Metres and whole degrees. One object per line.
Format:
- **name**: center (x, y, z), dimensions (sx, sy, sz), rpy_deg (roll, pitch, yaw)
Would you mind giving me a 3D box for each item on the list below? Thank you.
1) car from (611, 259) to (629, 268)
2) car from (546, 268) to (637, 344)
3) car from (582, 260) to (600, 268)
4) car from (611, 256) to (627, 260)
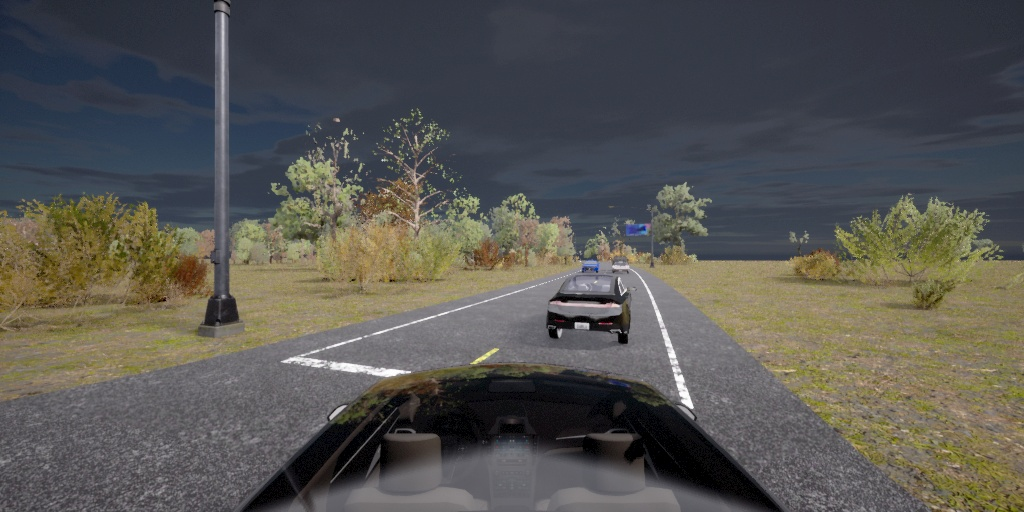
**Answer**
- **car**: center (12.903, 1.365, 42.472), dimensions (1.895, 1.301, 4.718), rpy_deg (0, 0, 18)
- **car**: center (2.263, 1.242, 9.741), dimensions (2.128, 1.511, 4.902), rpy_deg (0, 0, 20)
- **car**: center (9.776, 1.244, 44.305), dimensions (1.882, 1.535, 5.008), rpy_deg (0, 0, 16)
- **car**: center (15.084, 1.002, 50.100), dimensions (2.150, 2.045, 5.566), rpy_deg (0, 0, 16)
